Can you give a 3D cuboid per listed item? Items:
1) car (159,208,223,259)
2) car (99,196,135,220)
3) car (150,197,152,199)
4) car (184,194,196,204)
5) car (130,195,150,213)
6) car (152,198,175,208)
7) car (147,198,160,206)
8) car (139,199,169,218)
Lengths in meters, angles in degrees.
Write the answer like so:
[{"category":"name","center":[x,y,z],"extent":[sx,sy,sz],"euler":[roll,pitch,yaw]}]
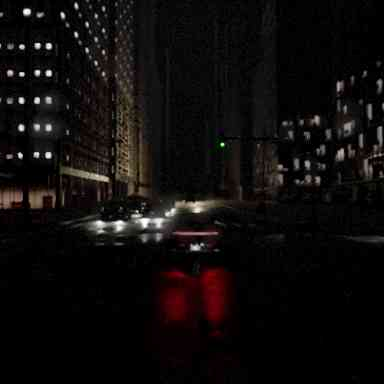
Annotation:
[{"category":"car","center":[0.077,1.548,12.675],"extent":[2.128,1.511,4.902],"euler":[0,-1,-1]},{"category":"car","center":[-6.762,1.482,29.793],"extent":[2.097,1.767,4.553],"euler":[0,0,0]},{"category":"car","center":[-6.792,1.548,49.060],"extent":[2.097,1.767,4.553],"euler":[0,0,0]},{"category":"car","center":[-0.426,1.463,71.318],"extent":[2.150,2.045,5.566],"euler":[0,0,0]},{"category":"car","center":[-6.786,1.384,39.367],"extent":[2.150,2.045,5.566],"euler":[0,0,0]},{"category":"car","center":[-3.528,1.724,41.192],"extent":[1.994,1.385,4.181],"euler":[0,0,0]},{"category":"car","center":[-6.853,1.752,59.330],"extent":[1.812,1.442,4.674],"euler":[0,0,0]},{"category":"car","center":[-3.518,1.691,31.564],"extent":[1.994,1.385,4.181],"euler":[0,0,0]}]
